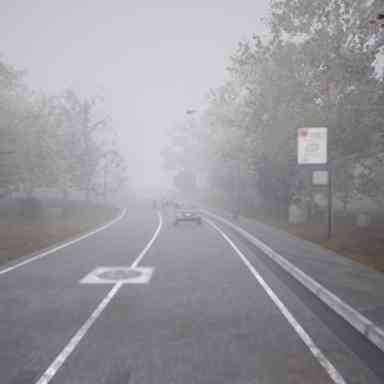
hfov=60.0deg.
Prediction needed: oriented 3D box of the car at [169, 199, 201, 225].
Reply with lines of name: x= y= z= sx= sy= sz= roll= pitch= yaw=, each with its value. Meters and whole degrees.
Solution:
car: x=-0.422 y=1.487 z=23.580 sx=2.033 sy=1.411 sz=5.357 roll=0 pitch=0 yaw=-4

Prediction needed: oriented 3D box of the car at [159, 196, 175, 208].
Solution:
car: x=-3.068 y=1.201 z=41.715 sx=1.895 sy=1.301 sz=4.718 roll=-1 pitch=3 yaw=-12
